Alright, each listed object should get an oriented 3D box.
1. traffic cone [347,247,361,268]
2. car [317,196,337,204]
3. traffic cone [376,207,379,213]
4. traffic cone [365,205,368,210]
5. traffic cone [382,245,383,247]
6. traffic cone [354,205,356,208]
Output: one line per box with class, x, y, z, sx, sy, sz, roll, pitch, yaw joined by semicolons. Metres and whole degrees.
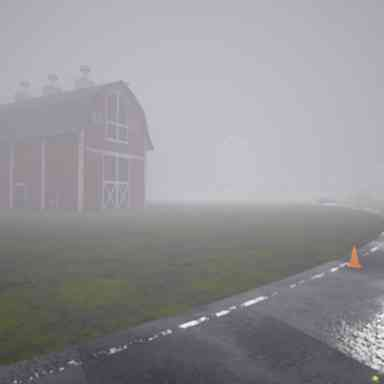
traffic cone;4.897;1.951;10.038;0.340;0.580;0.340;0;0;43
car;24.242;1.470;59.771;1.994;1.385;4.181;1;0;-5
traffic cone;19.391;1.903;34.784;0.340;0.580;0.340;1;0;18
traffic cone;20.688;1.887;39.423;0.340;0.580;0.340;1;0;14
traffic cone;8.050;1.948;13.680;0.340;0.580;0.340;0;0;39
traffic cone;21.641;1.873;44.146;0.340;0.580;0.340;1;0;9
